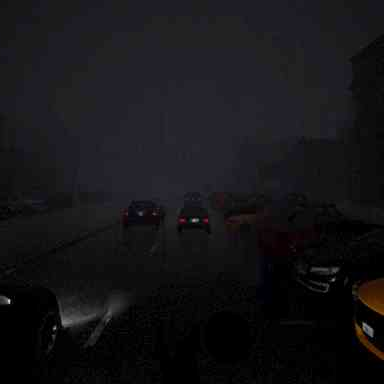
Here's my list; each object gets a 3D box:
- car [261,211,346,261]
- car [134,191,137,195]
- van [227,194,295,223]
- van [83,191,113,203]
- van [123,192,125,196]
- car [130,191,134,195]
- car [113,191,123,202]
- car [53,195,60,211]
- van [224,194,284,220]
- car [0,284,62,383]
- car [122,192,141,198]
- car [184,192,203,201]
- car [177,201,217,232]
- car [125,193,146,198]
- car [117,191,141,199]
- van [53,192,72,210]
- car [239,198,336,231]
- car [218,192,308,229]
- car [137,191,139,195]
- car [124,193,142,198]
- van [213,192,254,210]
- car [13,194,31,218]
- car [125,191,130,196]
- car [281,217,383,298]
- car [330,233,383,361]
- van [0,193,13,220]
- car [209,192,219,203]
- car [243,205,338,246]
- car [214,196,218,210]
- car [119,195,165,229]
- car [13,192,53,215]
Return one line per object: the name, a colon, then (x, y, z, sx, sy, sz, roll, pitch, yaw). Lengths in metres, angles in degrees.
car: (4.740, 1.469, 9.877, 4.792, 1.488, 2.163, 0, 0, 0)
car: (-15.902, 0.912, 76.130, 4.892, 1.521, 2.231, 0, 0, 0)
van: (4.830, 1.145, 23.773, 4.442, 1.987, 1.878, 0, 0, 0)
van: (-15.738, 0.847, 54.078, 4.442, 1.987, 1.878, 0, 1, 0)
van: (-15.991, 0.737, 65.226, 4.442, 1.987, 1.878, 0, 1, 0)
car: (-15.898, 0.920, 73.374, 4.892, 1.521, 2.231, 0, 0, 0)
car: (-15.837, 0.760, 59.589, 5.566, 2.045, 2.435, 0, 1, 0)
car: (-15.785, 1.341, 32.018, 4.792, 1.488, 2.163, 0, 0, 0)
van: (4.835, 1.128, 26.427, 4.442, 1.987, 1.878, 0, 0, 0)
car: (-2.899, 1.548, 3.206, 1.994, 1.385, 4.181, 0, 0, 0)
car: (-15.884, 0.791, 87.154, 4.553, 1.767, 2.185, 0, 0, 0)
car: (0.150, 0.966, 41.087, 2.150, 2.045, 5.566, 0, 1, 0)
car: (0.103, 1.465, 19.287, 2.033, 1.411, 5.357, 0, 0, 0)
car: (-15.741, 0.939, 92.667, 5.366, 1.575, 1.946, 0, 0, 0)
car: (-15.940, 0.659, 84.399, 5.566, 2.045, 2.435, 0, 0, 0)
van: (-15.941, 1.036, 37.534, 4.442, 1.987, 1.878, 0, 1, 0)
car: (4.742, 1.291, 15.434, 4.553, 1.767, 2.185, 0, 0, 0)
car: (4.682, 1.137, 20.874, 5.566, 2.045, 2.435, 0, 0, 0)
car: (-15.896, 0.907, 78.887, 5.008, 1.535, 2.097, 0, 0, 0)
car: (-15.925, 0.968, 89.909, 4.674, 1.452, 2.002, 0, 0, 0)
van: (4.625, 1.034, 37.669, 4.442, 1.987, 1.878, 0, 1, 0)
car: (-15.835, 1.229, 26.501, 4.553, 1.767, 2.185, 0, 0, 0)
car: (-15.886, 0.945, 67.862, 5.008, 1.535, 2.097, 0, 0, 0)
car: (4.717, 1.451, 7.097, 4.892, 1.521, 2.231, 0, 0, 0)
car: (4.716, 1.460, 4.193, 5.008, 1.535, 2.097, 0, 0, 0)
van: (-15.682, 1.148, 23.742, 4.442, 1.987, 1.878, 0, 0, 0)
car: (4.756, 1.059, 32.109, 5.566, 2.045, 2.435, 0, 0, 0)
car: (4.706, 1.429, 12.657, 5.008, 1.535, 2.097, 0, 0, 0)
car: (4.714, 1.334, 29.211, 4.892, 1.521, 2.231, 0, 0, 0)
car: (-2.896, 1.260, 20.910, 2.097, 1.767, 4.553, 0, 0, 0)
car: (-15.781, 1.082, 29.259, 5.566, 2.045, 2.435, 0, 0, 0)
